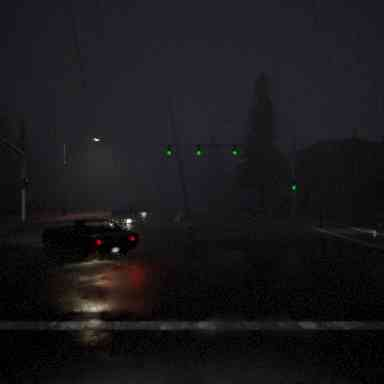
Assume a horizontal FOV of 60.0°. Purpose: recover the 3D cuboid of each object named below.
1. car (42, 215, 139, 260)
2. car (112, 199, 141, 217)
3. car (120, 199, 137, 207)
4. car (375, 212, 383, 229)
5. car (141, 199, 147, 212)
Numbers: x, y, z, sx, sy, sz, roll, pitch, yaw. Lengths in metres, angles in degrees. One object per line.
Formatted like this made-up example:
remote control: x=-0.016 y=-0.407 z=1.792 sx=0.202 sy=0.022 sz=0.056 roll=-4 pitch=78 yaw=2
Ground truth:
car: x=-4.151 y=1.691 z=12.963 sx=1.895 sy=1.301 sz=4.718 roll=1 pitch=-1 yaw=-44
car: x=-6.737 y=1.711 z=33.695 sx=1.882 sy=1.535 sz=5.008 roll=0 pitch=0 yaw=0
car: x=-11.307 y=1.936 z=59.281 sx=1.812 sy=1.442 sz=4.674 roll=0 pitch=0 yaw=-26
car: x=13.889 y=1.495 z=20.602 sx=4.553 sy=1.767 sz=2.097 roll=0 pitch=0 yaw=0
car: x=-7.148 y=1.663 z=44.375 sx=2.097 sy=1.767 sz=4.553 roll=0 pitch=-1 yaw=-6
